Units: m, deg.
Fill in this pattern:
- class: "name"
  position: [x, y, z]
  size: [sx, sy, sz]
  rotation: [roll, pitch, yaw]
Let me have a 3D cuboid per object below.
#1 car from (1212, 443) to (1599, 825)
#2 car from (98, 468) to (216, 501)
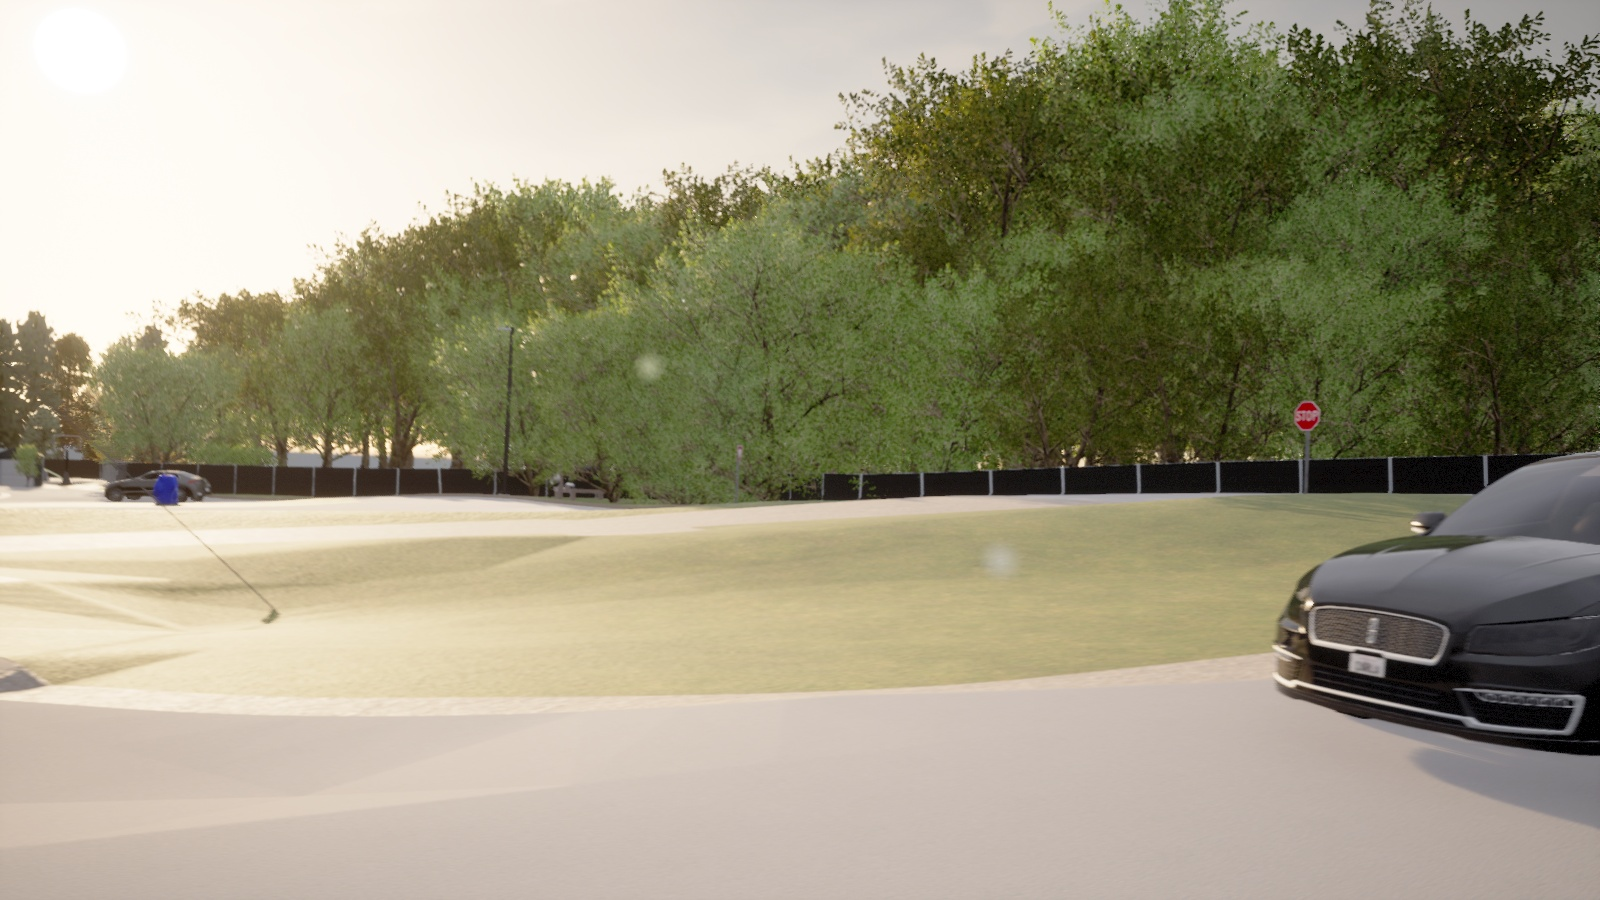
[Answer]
- class: "car"
  position: [4.777, 0.716, 6.890]
  size: [4.892, 1.490, 1.837]
  rotation: [-1, 1, -26]
- class: "car"
  position: [-33.542, 1.801, 65.581]
  size: [5.027, 1.651, 2.152]
  rotation: [1, -1, -2]
